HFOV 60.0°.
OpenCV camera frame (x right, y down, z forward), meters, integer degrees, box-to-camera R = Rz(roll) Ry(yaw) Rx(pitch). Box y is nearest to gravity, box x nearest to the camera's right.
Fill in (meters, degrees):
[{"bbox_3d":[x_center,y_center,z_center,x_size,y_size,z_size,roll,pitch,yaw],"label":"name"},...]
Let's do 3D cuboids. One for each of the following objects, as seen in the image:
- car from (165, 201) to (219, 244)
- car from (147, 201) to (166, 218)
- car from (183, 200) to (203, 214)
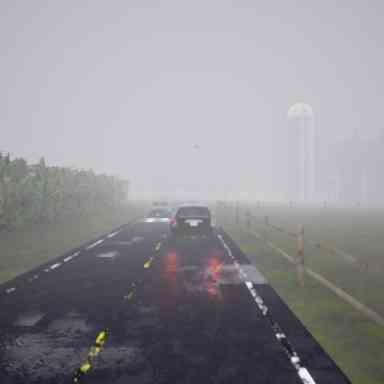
[{"bbox_3d":[0.079,1.324,15.803,2.097,1.767,4.553,0,0,0],"label":"car"},{"bbox_3d":[-2.871,1.498,30.347,2.033,1.411,5.357,0,0,0],"label":"car"},{"bbox_3d":[0.057,1.545,35.039,1.895,1.301,4.718,0,0,-1],"label":"car"}]
